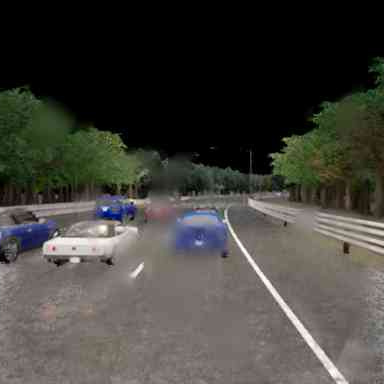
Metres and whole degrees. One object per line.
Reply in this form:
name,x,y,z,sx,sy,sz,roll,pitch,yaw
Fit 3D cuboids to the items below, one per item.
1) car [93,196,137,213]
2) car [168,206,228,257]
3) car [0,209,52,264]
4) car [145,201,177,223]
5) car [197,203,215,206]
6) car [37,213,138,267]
car,-5.940,1.343,26.142,2.150,2.045,5.566,0,0,5
car,0.381,1.536,13.239,1.882,1.535,5.008,0,0,3
car,-6.674,1.404,12.253,2.097,1.767,4.553,0,0,3
car,-2.352,1.478,26.947,2.097,1.767,4.553,0,0,5
car,1.147,1.620,26.825,2.128,1.511,4.902,0,0,5
car,-3.204,1.651,11.634,1.895,1.301,4.718,0,0,3
